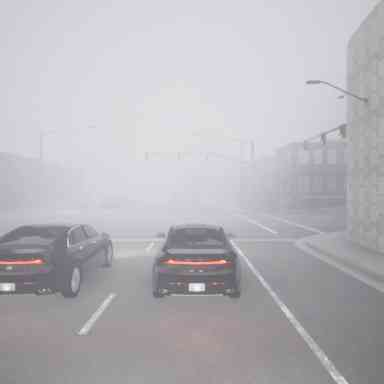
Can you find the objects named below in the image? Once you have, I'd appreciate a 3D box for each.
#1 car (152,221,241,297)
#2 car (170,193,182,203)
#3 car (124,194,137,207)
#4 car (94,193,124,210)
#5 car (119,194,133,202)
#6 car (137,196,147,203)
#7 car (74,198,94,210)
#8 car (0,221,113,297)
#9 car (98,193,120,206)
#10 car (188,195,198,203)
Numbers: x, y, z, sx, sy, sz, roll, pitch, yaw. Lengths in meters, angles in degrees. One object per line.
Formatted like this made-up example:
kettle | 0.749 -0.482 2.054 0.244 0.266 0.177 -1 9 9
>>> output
car | 0.106 1.505 8.537 1.837 1.490 4.892 0 0 0
car | -3.279 1.219 68.315 2.150 2.045 5.566 0 0 0
car | -10.419 1.350 52.109 2.097 1.767 4.553 0 0 0
car | -10.454 1.351 42.258 2.097 1.767 4.553 0 0 0
car | -13.774 1.230 69.860 2.097 1.767 4.553 0 0 0
car | -10.297 1.560 67.009 1.994 1.385 4.181 0 0 1
car | -13.946 1.490 43.758 2.128 1.511 4.902 0 0 0
car | -3.394 1.505 8.553 1.837 1.490 4.892 0 0 0
car | -13.891 1.218 55.962 2.150 2.045 5.566 0 0 1
car | 0.221 1.350 68.248 2.097 1.767 4.553 0 0 0
